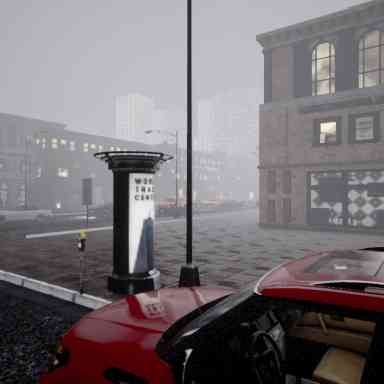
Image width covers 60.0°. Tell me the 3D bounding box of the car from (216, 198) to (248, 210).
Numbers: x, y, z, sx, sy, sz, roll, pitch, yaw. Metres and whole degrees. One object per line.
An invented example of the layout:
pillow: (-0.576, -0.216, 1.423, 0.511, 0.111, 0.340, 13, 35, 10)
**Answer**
car: (5.776, 1.806, 47.747, 1.895, 1.301, 4.718, 0, 0, 35)

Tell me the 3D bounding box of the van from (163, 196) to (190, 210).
van: (-2.069, 1.518, 46.665, 1.690, 1.788, 3.998, 0, 0, 35)

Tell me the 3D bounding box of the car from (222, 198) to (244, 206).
car: (7.461, 1.815, 60.229, 2.008, 1.369, 4.403, 0, -1, 35)

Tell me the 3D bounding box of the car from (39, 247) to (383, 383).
car: (1.165, 1.315, 2.044, 5.009, 1.841, 2.192, 0, 0, 35)

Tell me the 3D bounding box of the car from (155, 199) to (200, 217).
car: (-1.520, 1.669, 32.774, 1.887, 1.381, 4.507, 0, 0, 35)

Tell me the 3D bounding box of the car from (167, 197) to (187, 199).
car: (-2.503, 1.507, 41.513, 2.097, 1.767, 4.553, 0, 0, 35)

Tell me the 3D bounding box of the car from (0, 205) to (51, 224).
car: (-13.563, 1.668, 25.790, 1.895, 1.301, 4.718, 0, 0, 35)

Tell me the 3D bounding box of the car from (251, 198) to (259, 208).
car: (11.142, 1.676, 50.891, 1.967, 1.590, 4.097, 0, -1, 35)

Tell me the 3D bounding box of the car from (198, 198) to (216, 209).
car: (3.368, 1.684, 49.813, 1.882, 1.535, 5.008, 0, 0, 36)

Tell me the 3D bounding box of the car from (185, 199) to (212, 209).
car: (1.108, 1.756, 51.185, 2.008, 1.369, 4.403, 0, 0, 35)

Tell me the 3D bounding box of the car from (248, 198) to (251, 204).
car: (10.637, 1.845, 64.750, 2.008, 1.369, 4.403, 0, -1, 35)

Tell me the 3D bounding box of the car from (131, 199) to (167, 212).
car: (-5.343, 1.674, 42.003, 1.752, 1.417, 4.829, 0, 0, 35)

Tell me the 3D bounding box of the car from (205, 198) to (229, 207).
car: (4.187, 1.759, 55.568, 1.752, 1.417, 4.829, 0, -1, 35)

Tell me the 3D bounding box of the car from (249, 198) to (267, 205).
car: (13.814, 1.876, 69.273, 2.008, 1.369, 4.403, 0, -1, 35)

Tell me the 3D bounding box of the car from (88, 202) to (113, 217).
car: (-8.312, 1.671, 33.250, 1.994, 1.385, 4.181, 0, 0, 36)
